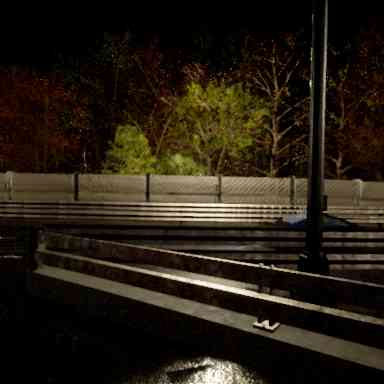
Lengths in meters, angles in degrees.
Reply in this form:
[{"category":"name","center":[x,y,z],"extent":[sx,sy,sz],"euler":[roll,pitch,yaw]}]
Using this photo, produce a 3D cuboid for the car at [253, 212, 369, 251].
[{"category":"car","center":[4.296,1.460,12.365],"extent":[4.181,1.385,1.994],"euler":[1,1,-5]}]
